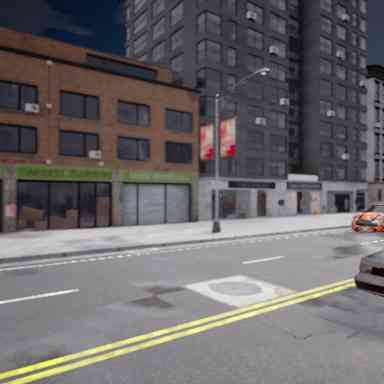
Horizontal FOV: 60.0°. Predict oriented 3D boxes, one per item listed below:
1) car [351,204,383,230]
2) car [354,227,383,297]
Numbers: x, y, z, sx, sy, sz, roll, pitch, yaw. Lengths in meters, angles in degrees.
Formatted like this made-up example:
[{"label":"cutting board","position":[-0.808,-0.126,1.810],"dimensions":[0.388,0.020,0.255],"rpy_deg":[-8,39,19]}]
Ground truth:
[{"label":"car","position":[11.532,1.492,19.897],"dimensions":[4.553,1.767,2.097],"rpy_deg":[0,0,-35]},{"label":"car","position":[5.863,1.607,7.625],"dimensions":[5.357,1.411,2.033],"rpy_deg":[0,0,-35]}]
